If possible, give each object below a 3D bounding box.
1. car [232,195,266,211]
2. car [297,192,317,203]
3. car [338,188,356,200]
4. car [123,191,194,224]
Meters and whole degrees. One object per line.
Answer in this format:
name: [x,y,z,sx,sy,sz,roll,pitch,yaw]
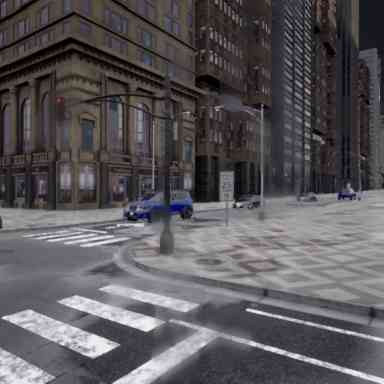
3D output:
car: [5.878,1.036,33.859,2.128,1.511,4.902,0,1,36]
car: [17.177,0.781,49.499,2.128,1.511,4.902,0,1,36]
car: [27.002,0.358,57.879,2.150,2.045,5.566,0,1,36]
car: [-2.097,0.951,22.731,2.150,2.045,5.566,0,1,36]
